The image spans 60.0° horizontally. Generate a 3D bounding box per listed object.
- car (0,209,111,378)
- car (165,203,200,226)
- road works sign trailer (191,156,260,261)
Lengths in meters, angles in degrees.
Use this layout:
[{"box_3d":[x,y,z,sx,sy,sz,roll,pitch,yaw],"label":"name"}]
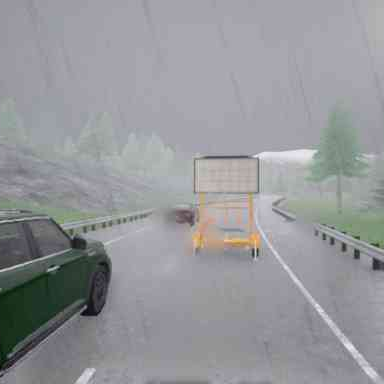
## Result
[{"box_3d":[-2.875,1.222,4.365,2.150,2.045,5.566,0,0,5],"label":"car"},{"box_3d":[-0.561,1.477,23.268,1.882,1.535,5.008,0,0,9],"label":"car"},{"box_3d":[1.278,0.464,12.394,2.380,3.560,2.880,0,0,8],"label":"road works sign trailer"}]
